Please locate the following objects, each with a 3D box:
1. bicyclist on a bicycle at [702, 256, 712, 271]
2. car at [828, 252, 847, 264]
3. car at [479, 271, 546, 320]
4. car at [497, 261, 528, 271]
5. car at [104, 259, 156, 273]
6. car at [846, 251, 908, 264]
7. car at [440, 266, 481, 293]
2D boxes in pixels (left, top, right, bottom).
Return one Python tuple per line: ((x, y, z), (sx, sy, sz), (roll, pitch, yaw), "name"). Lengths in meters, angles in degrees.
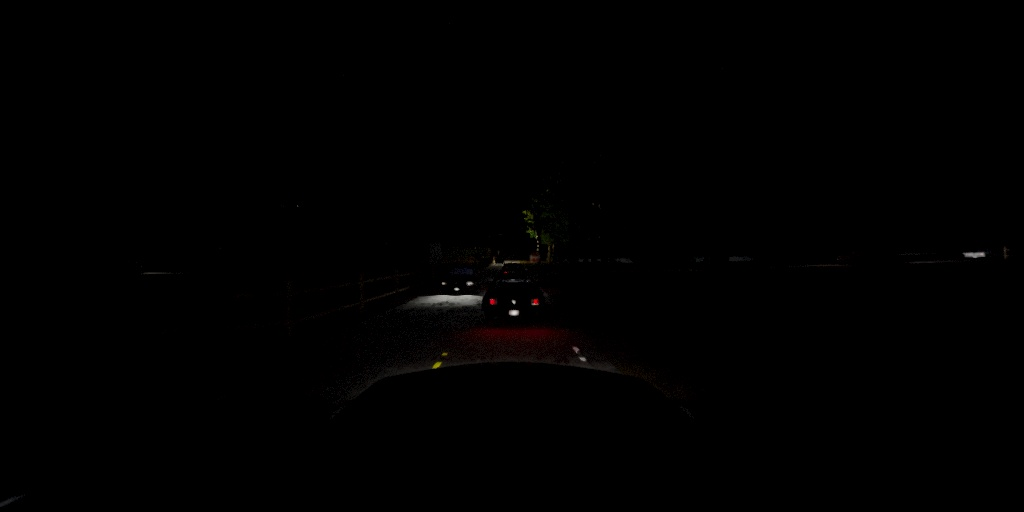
((19.898, 0.772, 36.654), (0.582, 1.620, 1.656), (-1, -1, 0), "bicyclist on a bicycle")
((40.563, 0.174, 42.669), (5.008, 1.535, 1.882), (-2, -1, 0), "car")
((0.078, 1.364, 12.617), (1.895, 1.301, 4.718), (0, 0, 0), "car")
((0.070, 1.276, 25.618), (1.837, 1.490, 4.892), (0, -1, 0), "car")
((-42.186, 1.108, 39.551), (4.674, 1.442, 1.812), (1, -1, 0), "car")
((40.736, 0.235, 39.843), (4.718, 1.301, 1.895), (-2, -1, 0), "car")
((-2.817, 1.318, 20.986), (2.033, 1.411, 5.357), (0, 0, 0), "car")
